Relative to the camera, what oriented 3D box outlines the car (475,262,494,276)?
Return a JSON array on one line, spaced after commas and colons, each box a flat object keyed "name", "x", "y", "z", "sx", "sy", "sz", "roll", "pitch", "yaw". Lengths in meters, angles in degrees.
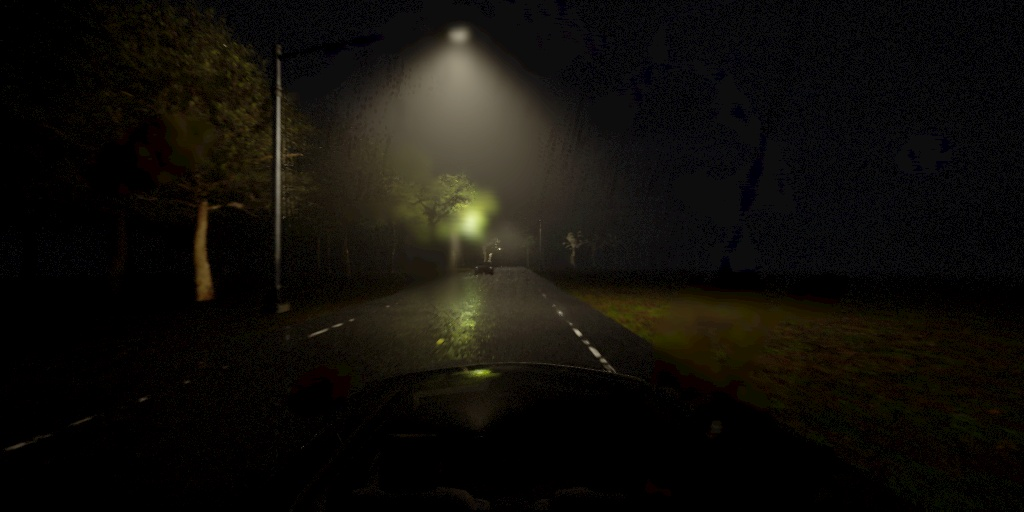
[{"name": "car", "x": -3.348, "y": 1.488, "z": 44.671, "sx": 2.097, "sy": 1.767, "sz": 4.553, "roll": 0, "pitch": -1, "yaw": 0}]
